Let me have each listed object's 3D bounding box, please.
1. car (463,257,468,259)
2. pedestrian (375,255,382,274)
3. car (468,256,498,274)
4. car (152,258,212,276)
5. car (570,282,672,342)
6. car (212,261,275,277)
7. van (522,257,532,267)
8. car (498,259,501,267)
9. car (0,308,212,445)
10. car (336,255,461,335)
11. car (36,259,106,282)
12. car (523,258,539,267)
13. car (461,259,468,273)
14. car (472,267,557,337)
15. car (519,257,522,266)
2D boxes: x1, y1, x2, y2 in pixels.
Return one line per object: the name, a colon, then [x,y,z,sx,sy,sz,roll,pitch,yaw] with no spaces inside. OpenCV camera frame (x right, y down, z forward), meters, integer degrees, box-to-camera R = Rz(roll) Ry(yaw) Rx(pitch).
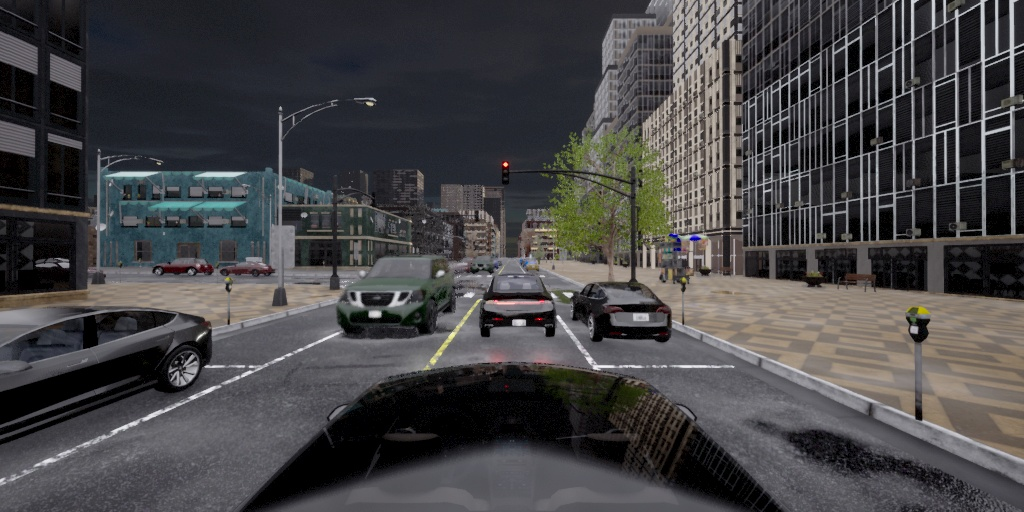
car: [-5.668,1.069,47.603,2.192,1.841,5.009,0,0,0]
pedestrian: [-12.734,0.790,34.060,0.375,1.860,0.375,0,-1,-1]
car: [-3.174,0.977,40.460,2.150,2.045,5.566,0,0,3]
car: [-28.355,0.880,30.898,4.097,1.591,1.967,0,0,-1]
car: [2.694,1.316,9.572,1.948,1.339,4.313,0,0,0]
car: [-22.807,1.091,30.974,4.207,1.307,1.802,0,0,-1]
van: [2.715,1.096,53.153,1.690,1.789,3.998,0,0,0]
car: [-3.065,1.234,55.281,1.882,1.535,5.008,0,1,0]
car: [-5.689,1.316,4.036,1.948,1.339,4.313,0,0,0]
car: [-3.097,0.974,10.875,2.150,2.045,5.566,0,0,0]
car: [-28.241,0.981,22.519,4.207,1.307,1.802,0,0,-1]
car: [2.712,1.280,47.771,1.751,1.417,4.829,0,0,0]
car: [-5.671,1.336,42.052,1.802,1.307,4.207,0,0,0]
car: [0.115,1.242,10.243,2.128,1.511,4.902,0,0,-1]
car: [2.720,1.308,64.255,2.007,1.370,4.403,0,0,0]
